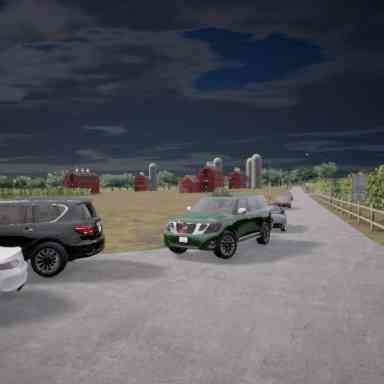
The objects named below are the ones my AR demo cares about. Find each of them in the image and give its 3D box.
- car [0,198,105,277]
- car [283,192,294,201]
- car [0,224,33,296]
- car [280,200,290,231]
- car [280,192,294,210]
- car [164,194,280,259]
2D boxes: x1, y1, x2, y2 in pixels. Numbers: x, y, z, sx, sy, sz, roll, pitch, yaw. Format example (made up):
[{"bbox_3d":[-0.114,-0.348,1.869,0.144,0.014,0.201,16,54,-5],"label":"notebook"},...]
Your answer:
[{"bbox_3d":[-5.390,1.231,9.622,5.566,2.045,2.150,-1,1,-4],"label":"car"},{"bbox_3d":[18.348,0.845,63.258,1.837,1.490,4.892,0,1,18],"label":"car"},{"bbox_3d":[-5.690,1.615,6.233,4.674,1.442,1.812,-2,1,-24],"label":"car"},{"bbox_3d":[4.367,1.388,19.043,1.994,1.385,4.181,0,0,17],"label":"car"},{"bbox_3d":[9.958,1.123,36.677,1.882,1.535,5.008,0,1,18],"label":"car"},{"bbox_3d":[1.265,1.113,12.711,2.150,2.045,5.566,0,0,34],"label":"car"}]
